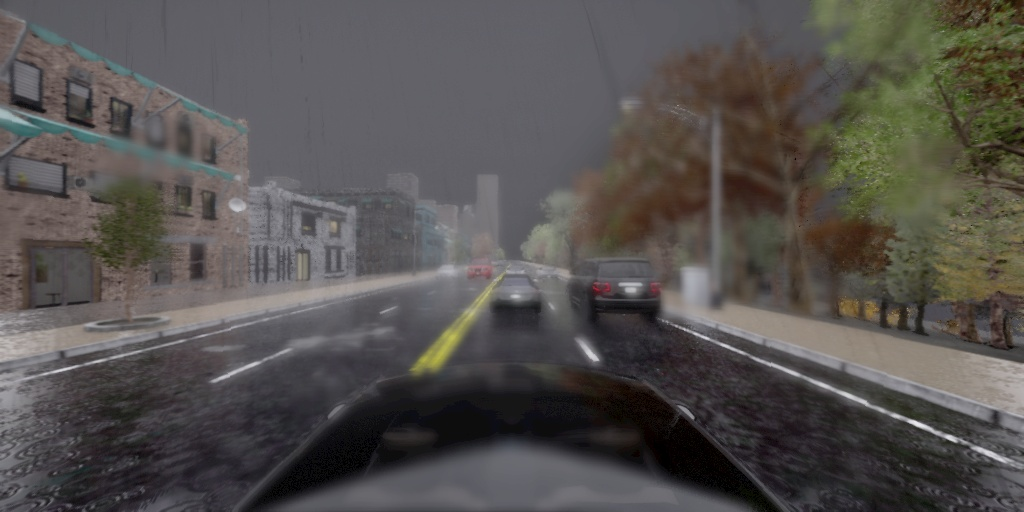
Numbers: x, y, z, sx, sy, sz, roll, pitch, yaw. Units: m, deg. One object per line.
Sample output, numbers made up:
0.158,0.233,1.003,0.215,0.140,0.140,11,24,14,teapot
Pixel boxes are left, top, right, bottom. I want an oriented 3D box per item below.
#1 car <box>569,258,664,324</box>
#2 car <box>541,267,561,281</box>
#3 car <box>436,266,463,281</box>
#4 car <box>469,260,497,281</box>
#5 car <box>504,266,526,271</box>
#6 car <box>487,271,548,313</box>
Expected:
3.440,1.111,12.784,2.150,2.045,5.566,0,-1,1,car
3.719,1.779,36.067,1.895,1.301,4.718,0,-1,1,car
-6.221,1.697,35.994,1.812,1.442,4.674,0,-1,0,car
-2.976,1.398,36.295,2.150,2.045,5.566,0,-1,1,car
0.469,1.778,36.134,1.895,1.301,4.718,0,-1,1,car
0.218,1.479,14.899,1.994,1.385,4.181,0,-1,1,car
